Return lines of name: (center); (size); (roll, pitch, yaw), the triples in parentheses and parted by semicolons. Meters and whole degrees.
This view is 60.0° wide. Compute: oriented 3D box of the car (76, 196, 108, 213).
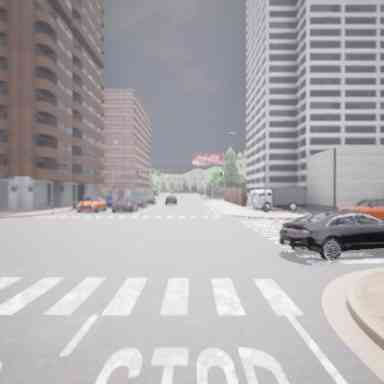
car: (-10.551, 1.234, 35.208); (2.097, 1.767, 4.553); (0, 0, 0)

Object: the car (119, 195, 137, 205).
car: (-10.499, 1.294, 54.897); (1.882, 1.535, 5.008); (0, 0, 1)

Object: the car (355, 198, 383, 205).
car: (12.118, 1.220, 22.584); (4.553, 1.767, 2.097); (0, 0, 0)

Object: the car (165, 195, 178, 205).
car: (-3.344, 1.322, 54.586); (1.837, 1.490, 4.892); (0, 0, 0)

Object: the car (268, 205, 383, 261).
car: (5.510, 1.420, 11.813); (4.902, 1.511, 2.128); (-1, 0, -17)

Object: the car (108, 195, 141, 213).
car: (-7.026, 1.234, 35.196); (2.097, 1.767, 4.553); (0, 0, 0)

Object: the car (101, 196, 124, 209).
car: (-10.539, 1.329, 44.433); (1.882, 1.535, 5.008); (0, 0, 0)

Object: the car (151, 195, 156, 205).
car: (-7.006, 1.296, 54.377); (1.882, 1.535, 5.008); (0, 0, 0)

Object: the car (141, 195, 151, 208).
car: (-7.041, 1.357, 44.330); (1.837, 1.490, 4.892); (0, 0, 0)
